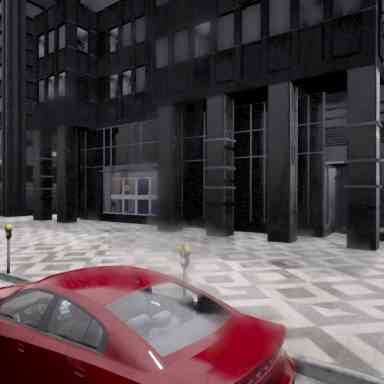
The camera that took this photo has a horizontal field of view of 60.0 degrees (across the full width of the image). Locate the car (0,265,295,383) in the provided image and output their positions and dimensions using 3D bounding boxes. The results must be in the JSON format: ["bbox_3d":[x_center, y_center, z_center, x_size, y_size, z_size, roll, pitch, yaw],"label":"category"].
[{"bbox_3d":[-1.167,1.545,3.798,4.507,1.381,1.887,0,0,36],"label":"car"}]
